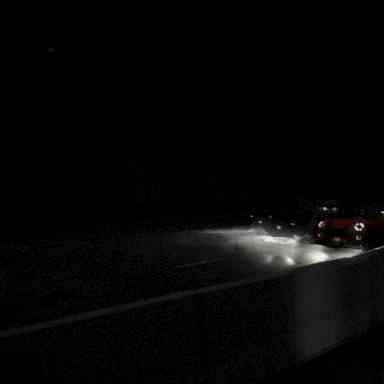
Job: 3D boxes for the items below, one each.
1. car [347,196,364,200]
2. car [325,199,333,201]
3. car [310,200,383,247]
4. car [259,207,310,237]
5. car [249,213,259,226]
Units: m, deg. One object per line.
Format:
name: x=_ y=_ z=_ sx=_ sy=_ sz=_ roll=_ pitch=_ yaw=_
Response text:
car: x=26.758 y=1.695 z=54.637 sx=2.150 sy=2.045 sz=5.566 roll=0 pitch=-1 yaw=18
car: x=24.317 y=2.054 z=59.002 sx=1.812 sy=1.442 sz=4.674 roll=0 pitch=-1 yaw=15
car: x=7.711 y=1.456 z=15.798 sx=2.097 sy=1.767 sz=4.553 roll=0 pitch=0 yaw=44
car: x=5.923 y=1.688 z=18.943 sx=1.994 sy=1.385 sz=4.181 roll=0 pitch=-1 yaw=43
car: x=6.095 y=1.768 z=24.318 sx=1.895 sy=1.301 sz=4.718 roll=0 pitch=-1 yaw=40
